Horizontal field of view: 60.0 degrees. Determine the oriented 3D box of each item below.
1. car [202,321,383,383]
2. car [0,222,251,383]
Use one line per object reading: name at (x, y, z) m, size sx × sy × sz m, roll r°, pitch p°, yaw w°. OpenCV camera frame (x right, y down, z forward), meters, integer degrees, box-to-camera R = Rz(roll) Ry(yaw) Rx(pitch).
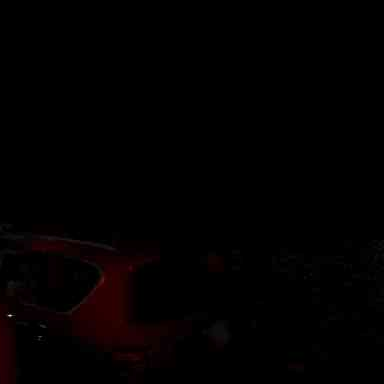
car at (2.455, 1.537, 1.206) m, size 4.507 × 1.381 × 1.887 m, roll 0°, pitch 1°, yaw 35°
car at (-1.688, 1.331, 4.160) m, size 5.009 × 1.841 × 2.192 m, roll 0°, pitch 1°, yaw 35°
